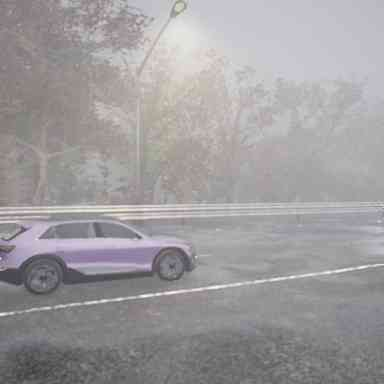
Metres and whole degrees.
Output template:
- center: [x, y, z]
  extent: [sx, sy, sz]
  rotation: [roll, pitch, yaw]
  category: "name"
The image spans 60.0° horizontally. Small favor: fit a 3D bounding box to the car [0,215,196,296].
- center: [-2.265, 1.400, 8.439]
  extent: [4.856, 1.649, 2.033]
  rotation: [1, 0, -25]
  category: "car"
